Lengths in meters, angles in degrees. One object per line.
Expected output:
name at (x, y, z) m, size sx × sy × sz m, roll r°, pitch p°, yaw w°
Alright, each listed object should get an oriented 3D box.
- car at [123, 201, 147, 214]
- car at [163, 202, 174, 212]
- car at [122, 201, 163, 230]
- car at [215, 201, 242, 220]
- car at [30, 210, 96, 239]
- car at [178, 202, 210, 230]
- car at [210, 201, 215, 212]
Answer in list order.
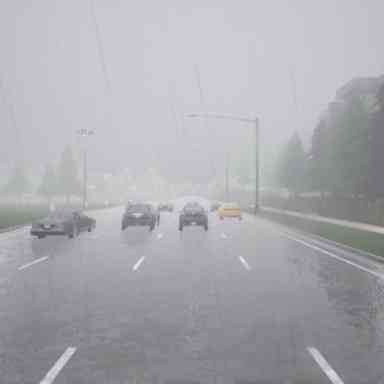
car at (-6.935, 1.851, 41.048) m, size 2.128 × 1.511 × 4.902 m, roll 0°, pitch -1°, yaw 0°
car at (-3.427, 1.988, 44.193) m, size 1.895 × 1.301 × 4.718 m, roll 0°, pitch -1°, yaw 0°
car at (-3.410, 1.554, 22.994) m, size 2.097 × 1.767 × 4.553 m, roll 0°, pitch -1°, yaw 0°
car at (3.495, 1.752, 31.242) m, size 1.882 × 1.535 × 5.008 m, roll 0°, pitch -1°, yaw 0°
car at (-6.907, 1.709, 18.380) m, size 2.033 × 1.411 × 5.357 m, roll 0°, pitch 0°, yaw 0°
car at (0.092, 1.706, 22.874) m, size 1.837 × 1.490 × 4.892 m, roll 0°, pitch 0°, yaw 0°
car at (3.530, 1.925, 45.618) m, size 1.812 × 1.442 × 4.674 m, roll 0°, pitch 0°, yaw 1°
